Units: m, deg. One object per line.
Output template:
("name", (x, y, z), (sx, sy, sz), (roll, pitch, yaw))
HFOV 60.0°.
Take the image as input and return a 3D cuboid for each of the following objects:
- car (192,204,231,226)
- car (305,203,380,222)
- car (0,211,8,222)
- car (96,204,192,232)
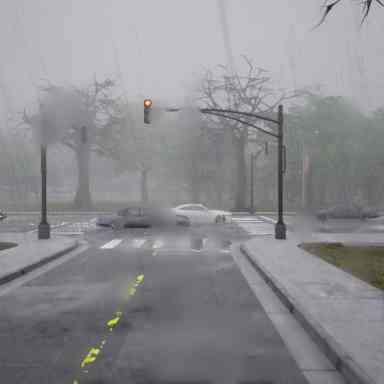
("car", (0.347, 1.536, 22.877), (4.674, 1.442, 1.812), (0, 0, 0))
("car", (11.833, 1.571, 26.319), (5.357, 1.411, 2.033), (0, 0, 0))
("car", (-15.413, 1.593, 22.889), (4.718, 1.301, 1.895), (0, 0, 0))
("car", (-2.840, 1.556, 19.629), (5.357, 1.411, 2.033), (0, 0, 0))
